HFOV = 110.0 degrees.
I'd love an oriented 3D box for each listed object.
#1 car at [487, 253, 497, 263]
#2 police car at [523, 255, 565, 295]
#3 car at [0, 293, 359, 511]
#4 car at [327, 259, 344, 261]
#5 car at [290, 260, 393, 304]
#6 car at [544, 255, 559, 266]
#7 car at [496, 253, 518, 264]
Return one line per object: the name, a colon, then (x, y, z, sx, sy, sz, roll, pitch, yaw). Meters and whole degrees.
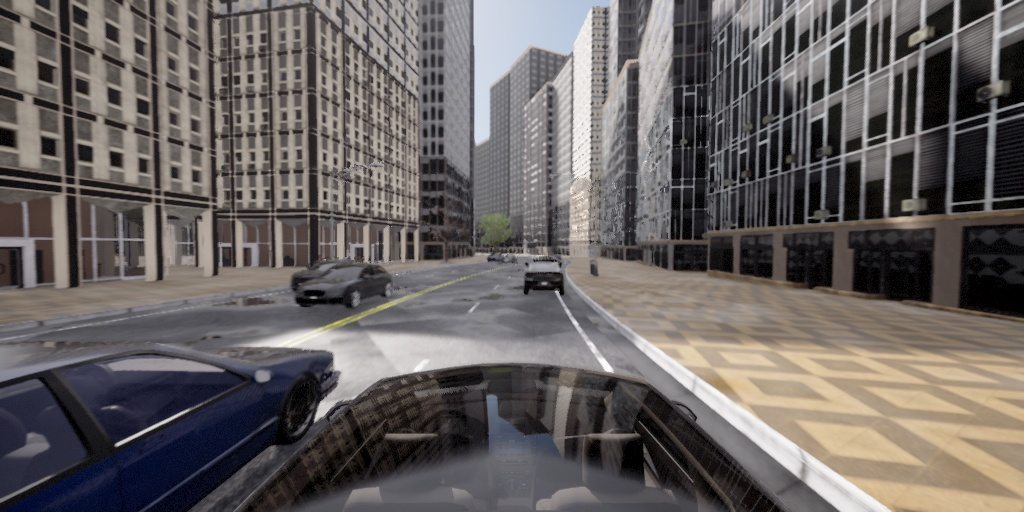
car: (-2.747, 0.249, 60.025, 2.097, 1.767, 4.553, 1, 1, 11)
police car: (1.593, 0.957, 18.233, 1.930, 1.638, 5.238, 0, 1, 4)
car: (-3.127, 1.277, 2.147, 2.033, 1.411, 5.357, 0, 1, 0)
car: (-9.168, 0.942, 18.545, 1.882, 1.535, 5.008, 0, 1, 5)
car: (-6.200, 1.054, 13.882, 1.837, 1.490, 4.892, 0, 1, 3)
car: (5.850, 0.594, 53.203, 1.812, 1.442, 4.674, 1, 1, 11)
car: (-0.374, 0.475, 55.298, 2.128, 1.511, 4.902, 1, 1, 12)
